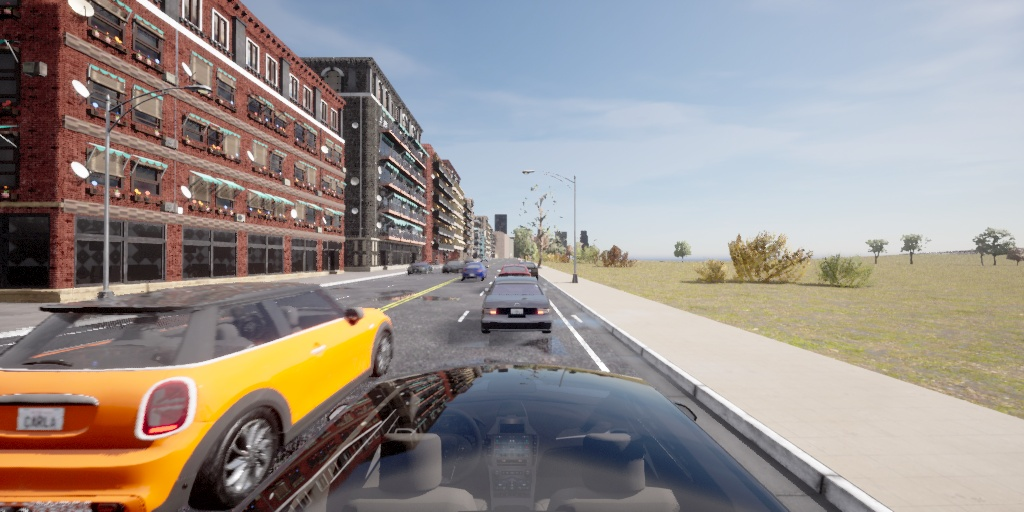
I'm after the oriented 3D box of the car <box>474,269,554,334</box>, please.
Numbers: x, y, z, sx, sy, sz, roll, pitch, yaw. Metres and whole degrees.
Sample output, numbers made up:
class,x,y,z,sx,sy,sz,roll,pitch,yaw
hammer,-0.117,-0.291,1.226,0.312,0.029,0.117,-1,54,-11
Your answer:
class,x,y,z,sx,sy,sz,roll,pitch,yaw
car,0.118,1.299,10.627,2.033,1.411,5.357,0,0,0

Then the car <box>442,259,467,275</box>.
class,x,y,z,sx,sy,sz,roll,pitch,yaw
car,-6.519,1.231,39.850,1.882,1.535,5.008,0,0,0

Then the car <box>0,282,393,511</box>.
class,x,y,z,sx,sy,sz,roll,pitch,yaw
car,-3.148,1.104,4.524,2.097,1.767,4.553,0,0,0

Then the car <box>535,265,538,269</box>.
class,x,y,z,sx,sy,sz,roll,pitch,yaw
car,1.199,1.231,30.604,1.882,1.535,5.008,0,0,0

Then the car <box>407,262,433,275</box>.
class,x,y,z,sx,sy,sz,roll,pitch,yaw
car,-9.771,1.317,38.343,1.994,1.385,4.181,0,0,0

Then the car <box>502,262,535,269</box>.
class,x,y,z,sx,sy,sz,roll,pitch,yaw
car,0.144,1.230,21.167,1.882,1.535,5.008,0,0,0

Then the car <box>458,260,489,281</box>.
class,x,y,z,sx,sy,sz,roll,pitch,yaw
car,-3.089,1.279,30.093,1.812,1.442,4.674,0,0,0
